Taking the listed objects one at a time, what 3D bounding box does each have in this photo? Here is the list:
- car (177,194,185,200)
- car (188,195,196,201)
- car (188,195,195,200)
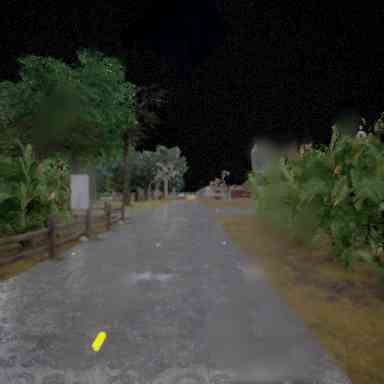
[{"bbox_3d":[-2.773,1.178,86.092,1.882,1.535,5.008,0,-1,0],"label":"car"},{"bbox_3d":[-0.021,1.503,81.502,1.882,1.535,5.008,0,-1,0],"label":"car"},{"bbox_3d":[-0.024,1.587,91.953,1.895,1.301,4.718,0,-1,0],"label":"car"}]
